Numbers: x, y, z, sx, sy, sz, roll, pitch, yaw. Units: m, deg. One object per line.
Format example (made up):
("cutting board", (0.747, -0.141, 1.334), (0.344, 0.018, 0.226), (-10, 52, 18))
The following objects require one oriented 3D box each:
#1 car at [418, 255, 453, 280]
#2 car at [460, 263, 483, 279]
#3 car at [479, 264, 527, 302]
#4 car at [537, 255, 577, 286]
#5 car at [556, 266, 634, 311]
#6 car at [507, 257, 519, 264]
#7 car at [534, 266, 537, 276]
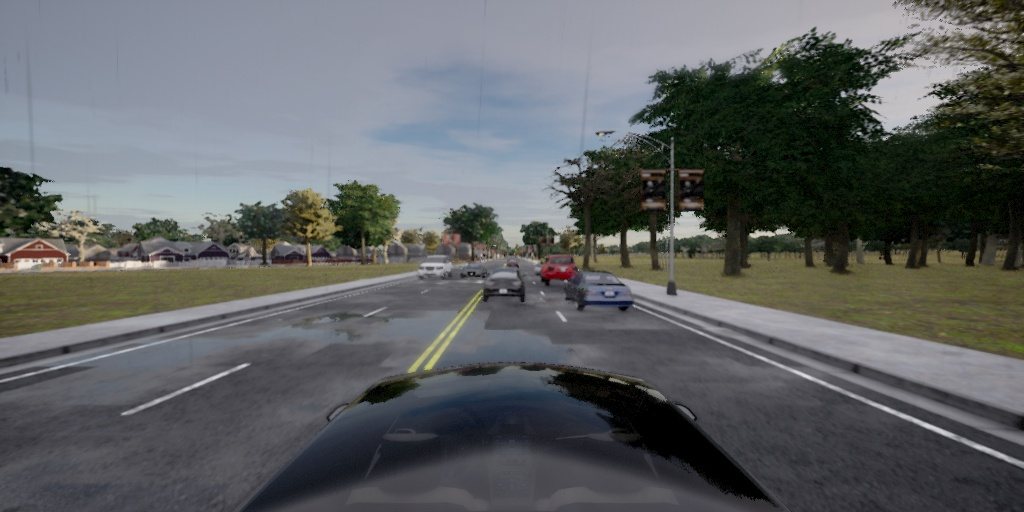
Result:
("car", (-6.589, 0.959, 31.450), (2.150, 2.045, 5.566), (0, 0, 0))
("car", (-3.340, 1.301, 31.590), (1.994, 1.385, 4.181), (0, 0, 0))
("car", (-0.291, 1.267, 16.957), (1.812, 1.442, 4.674), (0, 0, 2))
("car", (3.257, 0.960, 25.507), (2.150, 2.045, 5.566), (0, 0, 0))
("car", (3.254, 1.290, 14.475), (2.033, 1.411, 5.357), (0, 0, 0))
("car", (0.101, 1.253, 58.908), (1.812, 1.442, 4.674), (0, 0, 0))
("car", (3.259, 1.336, 36.509), (1.895, 1.301, 4.718), (0, 0, 0))
